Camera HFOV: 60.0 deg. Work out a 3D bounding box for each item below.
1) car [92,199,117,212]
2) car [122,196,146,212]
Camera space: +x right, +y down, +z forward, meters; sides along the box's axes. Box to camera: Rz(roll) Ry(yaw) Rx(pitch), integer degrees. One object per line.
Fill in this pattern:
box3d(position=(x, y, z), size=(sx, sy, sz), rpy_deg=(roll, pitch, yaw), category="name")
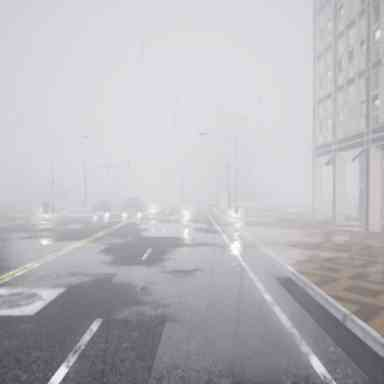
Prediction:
box3d(position=(-9.780, 1.529, 37.521), size=(1.994, 1.385, 4.181), rpy_deg=(0, 0, 0), category="car")
box3d(position=(-6.526, 1.316, 37.767), size=(2.097, 1.767, 4.553), rpy_deg=(0, 0, 0), category="car")
